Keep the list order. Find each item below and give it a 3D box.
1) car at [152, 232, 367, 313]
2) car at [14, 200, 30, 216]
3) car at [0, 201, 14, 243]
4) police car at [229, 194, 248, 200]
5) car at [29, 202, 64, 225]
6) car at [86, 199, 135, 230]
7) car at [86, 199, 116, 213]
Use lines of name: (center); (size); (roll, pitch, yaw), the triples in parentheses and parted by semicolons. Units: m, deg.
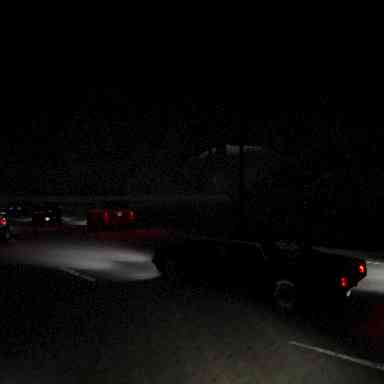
car: (1.265, 1.596, 7.722); (4.718, 1.301, 1.895); (0, 0, 40)
car: (-16.358, 1.506, 31.857); (2.033, 1.411, 5.357); (0, 0, -10)
car: (-9.729, 1.330, 15.257); (2.097, 1.767, 4.553); (0, 0, -34)
police car: (12.180, 1.375, 87.255); (5.238, 1.638, 1.930); (0, 0, -20)
car: (-10.363, 1.476, 23.838); (1.837, 1.490, 4.892); (-1, 0, -23)
car: (-5.314, 1.331, 21.360); (2.097, 1.767, 4.553); (0, 0, -30)
car: (-10.045, 1.509, 37.189); (2.033, 1.411, 5.357); (0, 0, -3)
